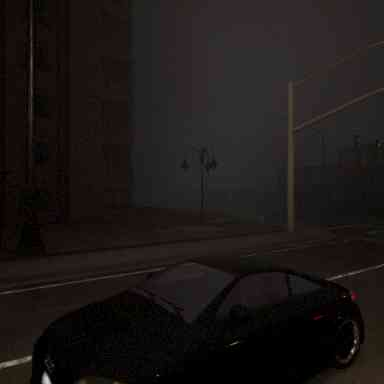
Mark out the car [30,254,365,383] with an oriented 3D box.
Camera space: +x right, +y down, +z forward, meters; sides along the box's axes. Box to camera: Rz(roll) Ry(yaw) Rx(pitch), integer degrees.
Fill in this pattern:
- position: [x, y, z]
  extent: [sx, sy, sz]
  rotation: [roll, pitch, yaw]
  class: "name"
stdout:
- position: [0.300, 1.564, 4.187]
  extent: [4.181, 1.385, 1.994]
  rotation: [0, 0, -35]
  class: "car"
